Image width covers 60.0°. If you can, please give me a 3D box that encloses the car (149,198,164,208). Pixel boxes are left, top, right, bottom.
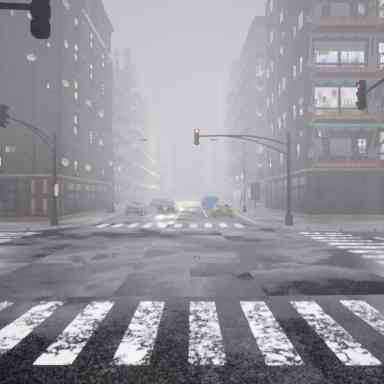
[{"bbox_3d":[-5.302,1.613,49.670,1.802,1.307,4.206,1,0,0],"label":"car"}]

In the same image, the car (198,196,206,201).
[{"bbox_3d":[2.581,1.627,83.665,1.887,1.381,4.507,1,0,0],"label":"car"}]

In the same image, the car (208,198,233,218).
[{"bbox_3d":[2.707,1.538,30.241,1.752,1.417,4.829,1,0,0],"label":"car"}]

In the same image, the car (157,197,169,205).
[{"bbox_3d":[-5.301,1.627,60.986,1.802,1.307,4.206,1,0,0],"label":"car"}]

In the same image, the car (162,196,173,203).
[{"bbox_3d":[-5.300,1.613,72.302,2.008,1.369,4.403,1,0,0],"label":"car"}]

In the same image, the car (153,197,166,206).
[{"bbox_3d":[-5.301,1.563,55.158,1.752,1.417,4.829,1,0,0],"label":"car"}]

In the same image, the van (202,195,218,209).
[{"bbox_3d":[2.613,1.366,44.075,1.690,1.788,3.998,1,0,0],"label":"van"}]

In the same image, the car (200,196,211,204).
[{"bbox_3d":[2.580,1.604,66.697,2.008,1.369,4.403,1,0,0],"label":"car"}]

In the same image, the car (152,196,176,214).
[{"bbox_3d":[-2.746,1.512,36.254,2.128,1.511,4.902,0,0,0],"label":"car"}]

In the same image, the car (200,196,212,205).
[{"bbox_3d":[2.581,1.486,61.040,1.967,1.590,4.097,1,0,0],"label":"car"}]

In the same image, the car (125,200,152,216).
[{"bbox_3d":[-5.432,1.565,32.697,2.008,1.369,4.403,1,0,0],"label":"car"}]

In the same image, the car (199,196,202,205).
[{"bbox_3d":[2.581,1.347,49.728,2.192,1.841,5.009,1,0,0],"label":"car"}]
